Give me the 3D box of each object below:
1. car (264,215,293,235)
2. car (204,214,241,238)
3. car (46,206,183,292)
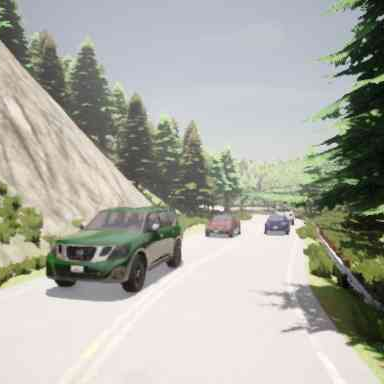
[{"bbox_3d":[6.784,2.522,26.395,1.812,1.442,4.674,0,-2,18],"label":"car"},{"bbox_3d":[2.273,2.317,23.329,1.812,1.442,4.674,1,-2,19],"label":"car"},{"bbox_3d":[-1.862,1.454,10.035,2.150,2.045,5.566,0,-2,14],"label":"car"}]
